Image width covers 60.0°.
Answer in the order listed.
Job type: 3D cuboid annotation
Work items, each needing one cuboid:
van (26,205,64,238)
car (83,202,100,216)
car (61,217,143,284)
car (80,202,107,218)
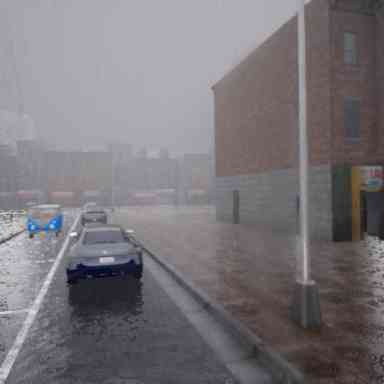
[{"bbox_3d":[-8.494,1.641,19.463,1.690,1.788,3.998,-1,0,-17],"label":"van"},{"bbox_3d":[-12.214,2.038,40.468,1.837,1.490,4.892,-1,0,-15],"label":"car"},{"bbox_3d":[-2.736,1.690,10.237,1.994,1.385,4.181,-1,0,-17],"label":"car"},{"bbox_3d":[-7.694,1.827,26.122,2.128,1.511,4.902,-1,-1,-17],"label":"car"}]
